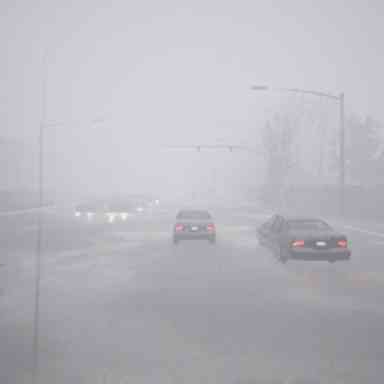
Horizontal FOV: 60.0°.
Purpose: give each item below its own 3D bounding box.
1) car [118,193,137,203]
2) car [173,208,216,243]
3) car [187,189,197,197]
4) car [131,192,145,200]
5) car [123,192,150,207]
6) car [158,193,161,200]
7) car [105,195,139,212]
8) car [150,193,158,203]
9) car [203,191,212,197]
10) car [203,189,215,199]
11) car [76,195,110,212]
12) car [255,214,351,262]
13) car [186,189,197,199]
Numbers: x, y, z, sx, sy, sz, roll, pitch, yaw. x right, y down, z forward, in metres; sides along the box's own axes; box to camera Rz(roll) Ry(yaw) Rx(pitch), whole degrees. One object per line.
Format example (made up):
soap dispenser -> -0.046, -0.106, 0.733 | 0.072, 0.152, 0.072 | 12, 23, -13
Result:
car -> -10.520, 0.924, 54.750 | 2.033, 1.411, 5.357 | 0, 1, 0
car -> 0.093, 1.464, 15.521 | 2.033, 1.411, 5.357 | 0, 0, 0
car -> -0.028, 0.196, 76.963 | 2.097, 1.767, 4.553 | 0, 1, 0
car -> -10.523, 0.704, 64.730 | 1.994, 1.385, 4.181 | 0, 1, 0
car -> -7.059, 0.958, 42.824 | 2.097, 1.767, 4.553 | 0, 1, 0
car -> -7.023, 0.792, 62.660 | 1.895, 1.301, 4.718 | 0, 1, 0
car -> -7.098, 1.306, 34.150 | 1.994, 1.385, 4.181 | 0, 1, 0
car -> -7.019, 0.926, 52.677 | 1.837, 1.490, 4.892 | 0, 1, 0
car -> 3.472, 0.424, 77.447 | 1.895, 1.301, 4.718 | 0, 1, 0
car -> 3.476, 0.314, 66.710 | 2.150, 2.045, 5.566 | 0, 1, 0
car -> -10.600, 1.274, 35.354 | 2.033, 1.411, 5.357 | 0, 1, 0
car -> 3.595, 1.482, 11.776 | 2.033, 1.411, 5.357 | 0, 0, 0
car -> -0.024, 0.441, 66.851 | 2.097, 1.767, 4.553 | 0, 1, 0
